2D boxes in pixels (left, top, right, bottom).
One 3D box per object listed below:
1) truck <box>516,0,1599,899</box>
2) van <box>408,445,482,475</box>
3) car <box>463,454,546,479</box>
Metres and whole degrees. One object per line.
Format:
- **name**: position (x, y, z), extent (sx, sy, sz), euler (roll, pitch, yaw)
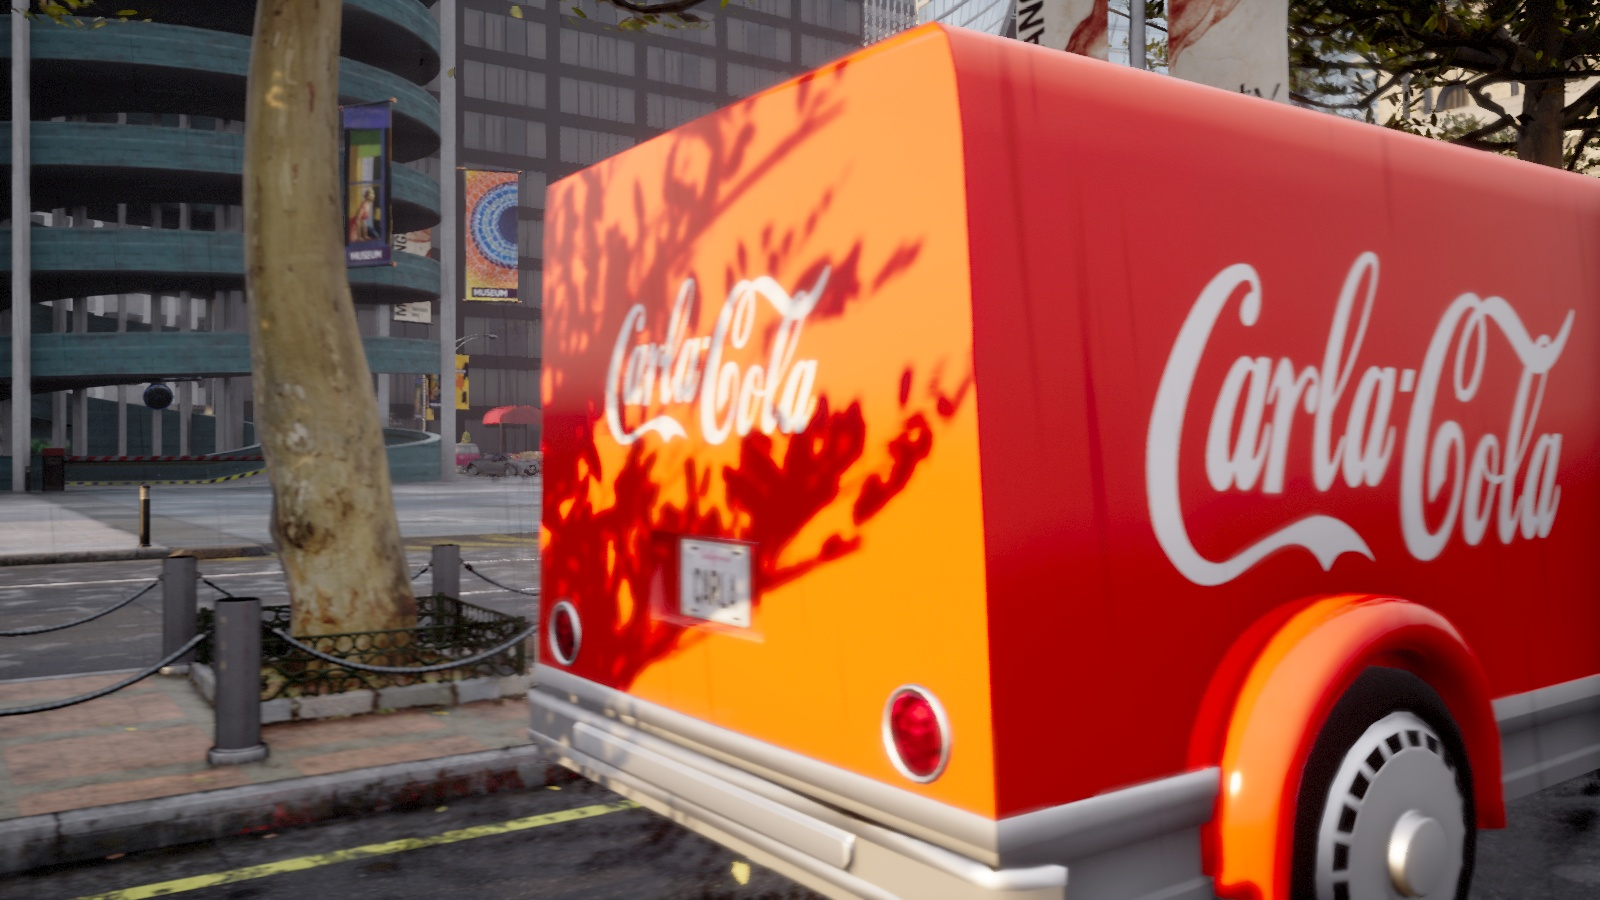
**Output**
- **truck**: position (1.865, 0.251, 4.959), extent (5.204, 2.467, 2.627), euler (0, 0, -35)
- **van**: position (-23.840, 0.650, 84.369), extent (4.442, 1.987, 1.775), euler (0, 0, 11)
- **car**: position (-16.752, 0.920, 71.199), extent (4.181, 1.385, 1.994), euler (0, 0, 24)
